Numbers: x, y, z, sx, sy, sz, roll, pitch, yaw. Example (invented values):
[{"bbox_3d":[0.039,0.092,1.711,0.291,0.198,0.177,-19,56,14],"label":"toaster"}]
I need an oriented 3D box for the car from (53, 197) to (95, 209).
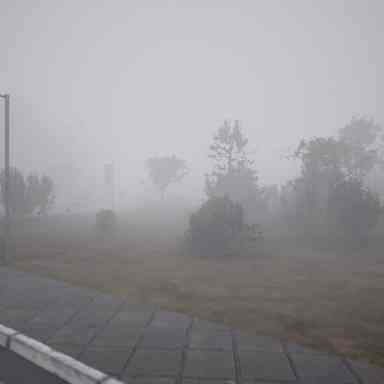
[{"bbox_3d":[-15.322,1.469,44.192,2.128,1.511,4.902,0,0,39],"label":"car"}]

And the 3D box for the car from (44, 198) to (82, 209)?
[{"bbox_3d":[-17.946,1.578,46.511,1.895,1.301,4.718,0,0,39],"label":"car"}]

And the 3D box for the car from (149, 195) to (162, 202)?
[{"bbox_3d":[-6.416,1.237,60.780,1.882,1.535,5.008,0,1,38],"label":"car"}]

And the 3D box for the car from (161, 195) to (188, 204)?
[{"bbox_3d":[-2.799,1.334,59.695,1.895,1.301,4.718,0,1,38],"label":"car"}]
